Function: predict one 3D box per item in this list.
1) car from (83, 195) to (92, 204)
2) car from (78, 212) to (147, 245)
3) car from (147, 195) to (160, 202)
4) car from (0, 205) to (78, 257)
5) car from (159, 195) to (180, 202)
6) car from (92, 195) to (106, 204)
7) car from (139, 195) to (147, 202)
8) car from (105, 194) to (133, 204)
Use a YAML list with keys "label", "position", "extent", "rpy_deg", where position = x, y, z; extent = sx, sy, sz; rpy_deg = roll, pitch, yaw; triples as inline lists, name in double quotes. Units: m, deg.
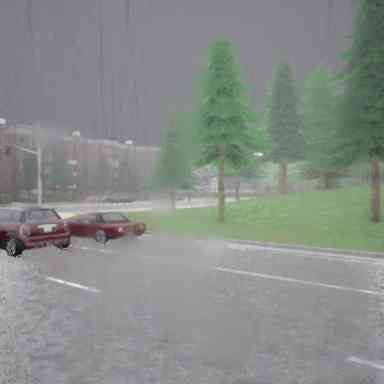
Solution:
- label: "car"
  position: [-19.528, 1.377, 66.511]
  extent: [2.097, 1.767, 4.553]
  rpy_deg: [0, 0, 35]
- label: "car"
  position: [-4.465, 1.606, 15.723]
  extent: [4.718, 1.301, 1.895]
  rpy_deg: [0, 0, 36]
- label: "car"
  position: [-7.532, 1.515, 77.531]
  extent: [1.837, 1.490, 4.892]
  rpy_deg: [0, 0, 35]
- label: "car"
  position: [-6.875, 1.357, 13.146]
  extent: [4.553, 1.767, 2.097]
  rpy_deg: [0, 0, 36]
- label: "car"
  position: [-4.639, 1.537, 75.560]
  extent: [1.812, 1.442, 4.674]
  rpy_deg: [0, 0, 35]
- label: "car"
  position: [-16.415, 1.372, 64.883]
  extent: [2.097, 1.767, 4.553]
  rpy_deg: [0, 0, 35]
- label: "car"
  position: [-10.603, 1.543, 79.247]
  extent: [2.128, 1.511, 4.902]
  rpy_deg: [0, 0, 35]
- label: "car"
  position: [-13.464, 1.619, 63.006]
  extent: [1.895, 1.301, 4.718]
  rpy_deg: [0, 0, 36]
